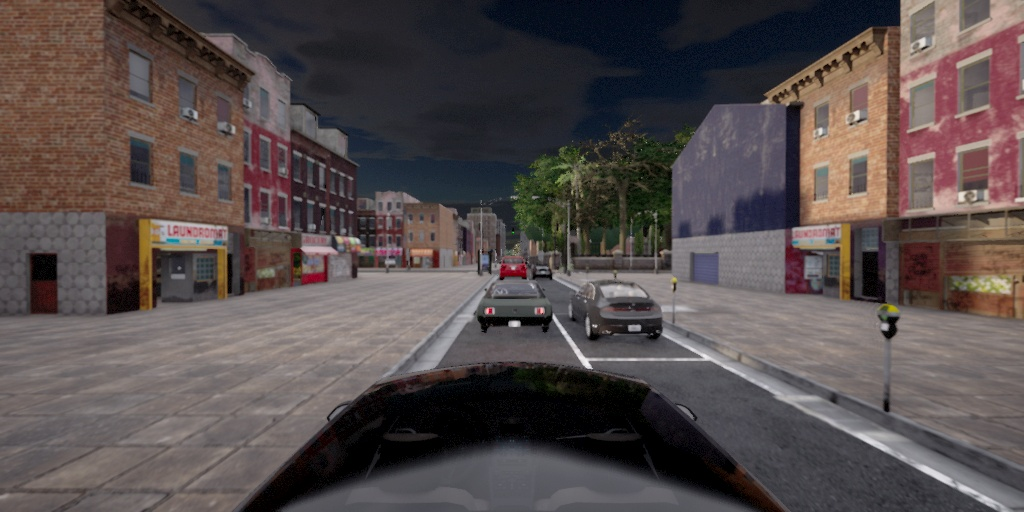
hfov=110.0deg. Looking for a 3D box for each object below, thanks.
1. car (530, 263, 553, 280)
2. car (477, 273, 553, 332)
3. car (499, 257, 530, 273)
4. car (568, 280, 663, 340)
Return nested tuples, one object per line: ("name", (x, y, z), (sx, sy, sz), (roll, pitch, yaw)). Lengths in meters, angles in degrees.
("car", (2.645, 1.428, 32.362), (1.948, 1.339, 4.313), (0, 0, 0))
("car", (0.082, 1.376, 10.962), (1.895, 1.301, 4.718), (0, 0, 0))
("car", (0.098, 1.073, 30.369), (2.150, 2.045, 5.566), (0, 0, 0))
("car", (2.639, 1.322, 9.876), (2.007, 1.370, 4.403), (0, 0, 0))
